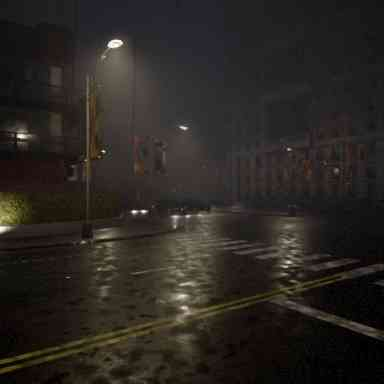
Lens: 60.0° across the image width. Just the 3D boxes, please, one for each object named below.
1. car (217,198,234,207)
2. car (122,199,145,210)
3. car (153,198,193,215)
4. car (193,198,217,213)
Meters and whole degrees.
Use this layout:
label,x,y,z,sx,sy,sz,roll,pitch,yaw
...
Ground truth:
label,x,y,z,sx,sy,sz,roll,pitch,yaw
car,4.343,1.600,51.526,1.895,1.301,4.718,0,0,-35
car,-7.623,1.564,42.206,1.994,1.385,4.181,0,0,-35
car,-2.351,1.505,34.617,1.837,1.490,4.892,0,0,-35
car,0.172,1.478,37.119,1.882,1.535,5.008,0,0,-35
